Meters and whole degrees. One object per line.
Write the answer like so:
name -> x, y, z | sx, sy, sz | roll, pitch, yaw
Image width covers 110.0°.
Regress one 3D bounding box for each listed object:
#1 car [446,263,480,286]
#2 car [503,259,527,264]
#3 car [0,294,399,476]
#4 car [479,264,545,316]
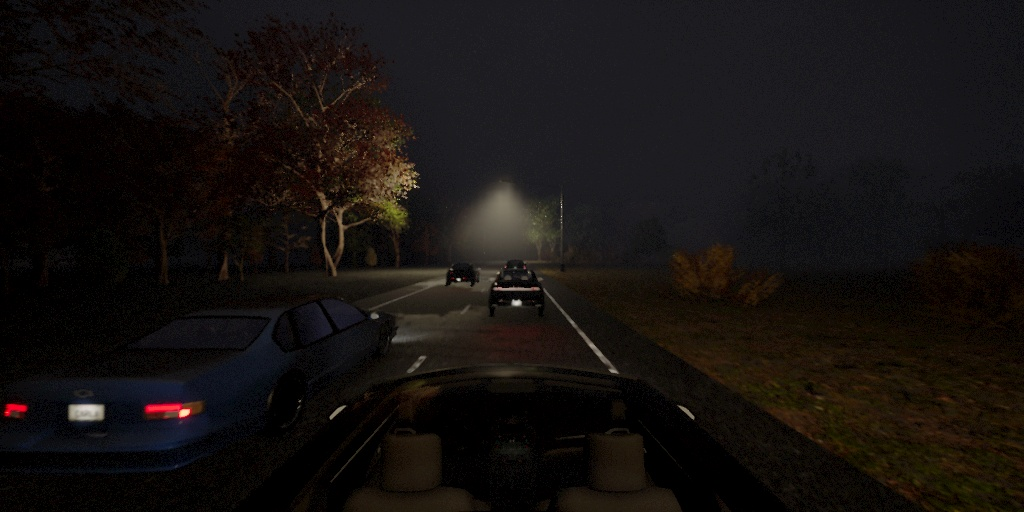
car -> -3.272, 1.189, 24.451 | 1.837, 1.490, 4.892 | 0, 0, 0
car -> 0.278, 1.016, 32.280 | 2.097, 1.767, 4.553 | 0, 0, 0
car -> -3.387, 1.285, 5.371 | 2.033, 1.411, 5.357 | 0, 0, 0
car -> 0.154, 1.209, 13.241 | 2.128, 1.511, 4.902 | 0, 0, 0
